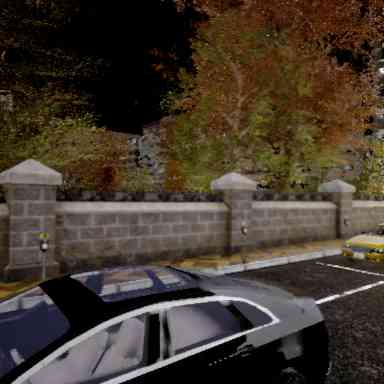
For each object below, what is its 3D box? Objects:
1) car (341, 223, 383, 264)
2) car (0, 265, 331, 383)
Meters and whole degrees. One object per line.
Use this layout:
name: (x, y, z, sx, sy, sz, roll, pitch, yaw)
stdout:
car: (7.104, 1.664, 11.624, 4.829, 1.417, 1.752, 1, 0, -36)
car: (-0.828, 1.501, 2.786, 4.902, 1.511, 2.128, 1, 0, -36)
